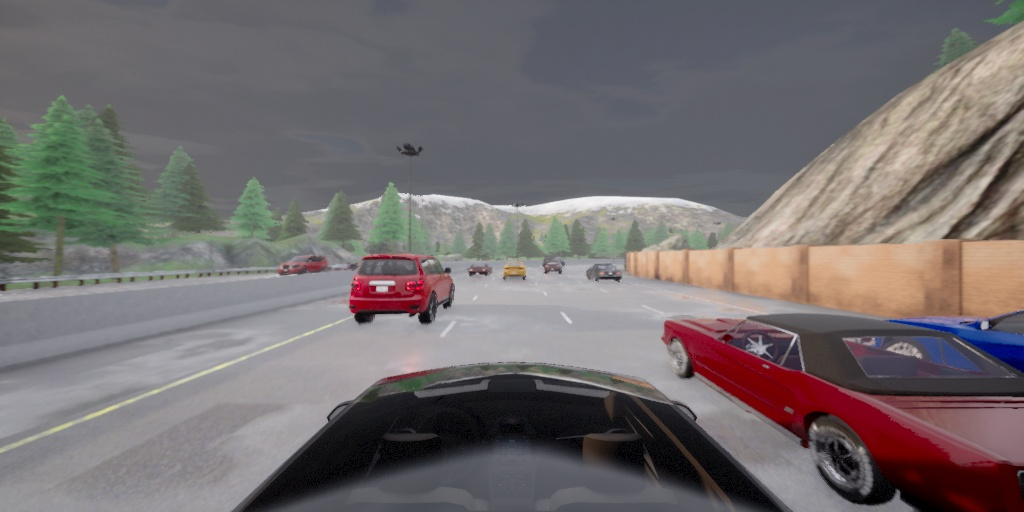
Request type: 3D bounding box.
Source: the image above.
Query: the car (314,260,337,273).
[{"bbox_3d":[-13.929,1.277,29.691,1.812,1.442,4.674,0,0,2],"label":"car"}]

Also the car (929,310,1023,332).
[{"bbox_3d":[7.102,1.227,4.035,1.882,1.535,5.008,0,0,0],"label":"car"}]

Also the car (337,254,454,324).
[{"bbox_3d":[-3.392,0.970,12.052,2.150,2.045,5.566,0,0,0],"label":"car"}]

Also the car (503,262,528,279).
[{"bbox_3d":[0.341,1.228,31.980,1.882,1.535,5.008,0,0,4],"label":"car"}]

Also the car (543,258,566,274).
[{"bbox_3d":[4.988,1.277,42.147,1.812,1.442,4.674,-1,0,12],"label":"car"}]

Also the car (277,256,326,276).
[{"bbox_3d":[-20.634,0.973,35.749,2.150,2.045,5.566,0,0,5],"label":"car"}]

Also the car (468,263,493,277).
[{"bbox_3d":[-3.049,1.351,36.072,1.895,1.301,4.718,0,0,5],"label":"car"}]

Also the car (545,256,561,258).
[{"bbox_3d":[6.841,0.972,57.753,2.150,2.045,5.566,-1,0,27],"label":"car"}]

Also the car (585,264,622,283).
[{"bbox_3d":[7.146,1.297,28.332,2.033,1.411,5.357,0,0,1],"label":"car"}]

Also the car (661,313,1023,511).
[{"bbox_3d":[3.603,1.351,4.332,1.895,1.301,4.718,0,0,0],"label":"car"}]
